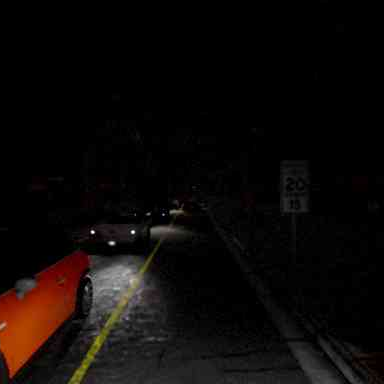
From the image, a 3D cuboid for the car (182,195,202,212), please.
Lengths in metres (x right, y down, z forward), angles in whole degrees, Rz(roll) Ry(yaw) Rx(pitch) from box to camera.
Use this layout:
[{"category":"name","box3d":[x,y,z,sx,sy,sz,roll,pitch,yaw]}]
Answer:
[{"category":"car","box3d":[0.026,1.325,35.835,1.812,1.442,4.674,0,0,0]}]

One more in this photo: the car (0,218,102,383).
[{"category":"car","box3d":[-2.844,1.322,4.173,2.097,1.767,4.553,0,0,0]}]

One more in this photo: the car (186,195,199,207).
[{"category":"car","box3d":[0.053,1.269,47.881,1.837,1.490,4.892,0,1,0]}]

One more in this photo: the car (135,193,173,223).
[{"category":"car","box3d":[-2.830,1.070,24.642,2.150,2.045,5.566,0,0,0]}]

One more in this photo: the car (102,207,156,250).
[{"category":"car","box3d":[-2.838,1.508,14.060,1.895,1.301,4.718,0,0,0]}]

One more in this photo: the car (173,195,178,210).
[{"category":"car","box3d":[-2.730,1.138,39.117,2.097,1.767,4.553,0,0,0]}]
